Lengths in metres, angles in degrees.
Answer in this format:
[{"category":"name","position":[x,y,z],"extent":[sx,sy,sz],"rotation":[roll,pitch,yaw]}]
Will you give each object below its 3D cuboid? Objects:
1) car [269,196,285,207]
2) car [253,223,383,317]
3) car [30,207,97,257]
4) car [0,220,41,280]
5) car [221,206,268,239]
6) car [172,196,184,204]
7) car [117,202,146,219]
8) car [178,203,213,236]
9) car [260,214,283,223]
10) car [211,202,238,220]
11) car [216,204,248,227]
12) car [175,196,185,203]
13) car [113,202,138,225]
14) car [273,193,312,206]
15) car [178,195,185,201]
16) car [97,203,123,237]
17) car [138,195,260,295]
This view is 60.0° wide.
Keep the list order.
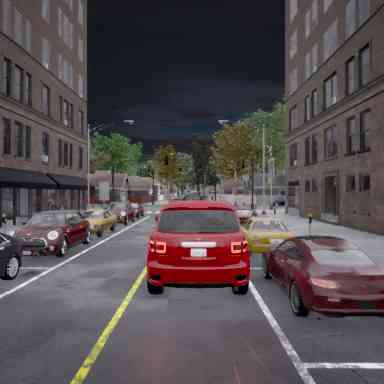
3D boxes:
[{"category":"car","position":[13.627,1.288,48.898],"extent":[4.553,1.767,2.097],"rotation":[0,0,0]},{"category":"car","position":[2.667,1.582,7.165],"extent":[1.802,1.307,4.206],"rotation":[0,0,0]},{"category":"car","position":[-5.330,1.443,12.722],"extent":[1.967,1.590,4.097],"rotation":[0,0,0]},{"category":"car","position":[-5.358,1.551,7.203],"extent":[2.008,1.369,4.403],"rotation":[0,0,0]},{"category":"car","position":[2.724,1.550,18.202],"extent":[1.887,1.381,4.507],"rotation":[0,0,0]},{"category":"car","position":[-2.726,1.601,64.608],"extent":[2.033,1.411,5.357],"rotation":[0,0,1]},{"category":"car","position":[-5.244,1.594,29.278],"extent":[1.802,1.307,4.206],"rotation":[0,0,0]},{"category":"car","position":[0.197,1.513,19.748],"extent":[1.837,1.490,4.892],"rotation":[0,0,0]},{"category":"car","position":[2.696,1.528,12.854],"extent":[1.752,1.417,4.829],"rotation":[0,0,0]},{"category":"car","position":[2.781,1.578,29.238],"extent":[1.947,1.339,4.313],"rotation":[0,0,0]},{"category":"car","position":[2.753,1.591,23.720],"extent":[1.802,1.307,4.206],"rotation":[0,0,0]},{"category":"car","position":[-2.662,1.623,74.496],"extent":[1.994,1.385,4.181],"rotation":[0,0,0]},{"category":"car","position":[-5.273,1.449,23.760],"extent":[1.967,1.590,4.097],"rotation":[0,0,0]},{"category":"car","position":[15.694,1.146,52.168],"extent":[5.566,2.045,2.150],"rotation":[0,0,-1]},{"category":"car","position":[-2.636,1.614,84.746],"extent":[1.812,1.442,4.674],"rotation":[0,0,0]},{"category":"car","position":[-5.302,1.531,18.071],"extent":[1.752,1.417,4.829],"rotation":[0,0,0]},{"category":"car","position":[0.137,1.223,8.887],"extent":[2.150,2.045,5.566],"rotation":[0,0,0]}]
